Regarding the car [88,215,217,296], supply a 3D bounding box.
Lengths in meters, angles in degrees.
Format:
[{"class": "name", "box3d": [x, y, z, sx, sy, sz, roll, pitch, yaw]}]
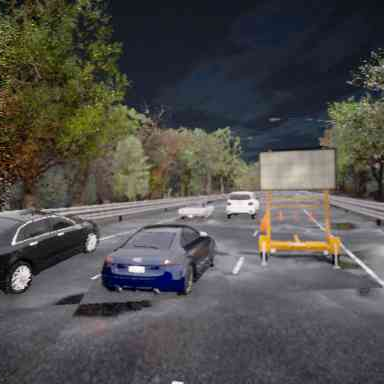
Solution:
[{"class": "car", "box3d": [-0.620, 1.528, 8.723, 1.994, 1.385, 4.181, -1, 0, 15]}]

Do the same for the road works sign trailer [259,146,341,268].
[{"class": "road works sign trailer", "box3d": [3.445, 0.351, 10.946, 2.380, 3.560, 2.880, -1, 0, 15]}]

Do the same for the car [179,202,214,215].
[{"class": "car", "box3d": [0.481, 1.450, 26.582, 1.895, 1.301, 4.718, -1, 0, 15]}]

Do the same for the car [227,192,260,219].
[{"class": "car", "box3d": [4.171, 1.009, 26.850, 2.150, 2.045, 5.566, -1, 0, 15]}]

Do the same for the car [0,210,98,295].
[{"class": "car", "box3d": [-4.218, 1.230, 8.690, 1.837, 1.490, 4.892, 4, 7, 13]}]
